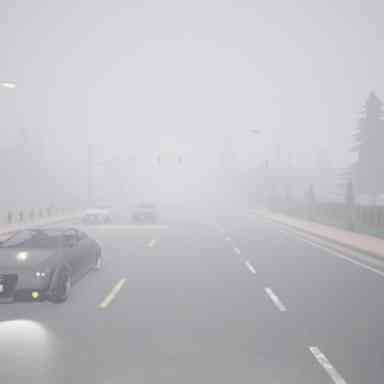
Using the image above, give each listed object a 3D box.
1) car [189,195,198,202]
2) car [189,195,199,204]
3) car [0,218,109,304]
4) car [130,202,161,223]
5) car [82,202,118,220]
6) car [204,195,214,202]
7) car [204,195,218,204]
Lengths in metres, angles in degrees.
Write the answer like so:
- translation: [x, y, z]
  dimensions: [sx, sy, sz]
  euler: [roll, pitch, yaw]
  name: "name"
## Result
- translation: [0.317, 1.469, 74.760]
  dimensions: [2.033, 1.411, 5.357]
  euler: [0, 0, 0]
  name: "car"
- translation: [0.397, 1.538, 64.476]
  dimensions: [1.812, 1.442, 4.674]
  euler: [0, 0, 0]
  name: "car"
- translation: [-3.597, 1.566, 8.064]
  dimensions: [1.994, 1.385, 4.181]
  euler: [0, 0, 0]
  name: "car"
- translation: [-3.505, 1.546, 25.720]
  dimensions: [1.837, 1.490, 4.892]
  euler: [0, 0, 0]
  name: "car"
- translation: [-7.005, 1.547, 25.717]
  dimensions: [1.812, 1.442, 4.674]
  euler: [0, 0, 0]
  name: "car"
- translation: [3.817, 1.451, 74.759]
  dimensions: [1.812, 1.442, 4.674]
  euler: [0, 0, 0]
  name: "car"
- translation: [3.902, 1.576, 64.972]
  dimensions: [1.994, 1.385, 4.181]
  euler: [0, 0, 0]
  name: "car"
